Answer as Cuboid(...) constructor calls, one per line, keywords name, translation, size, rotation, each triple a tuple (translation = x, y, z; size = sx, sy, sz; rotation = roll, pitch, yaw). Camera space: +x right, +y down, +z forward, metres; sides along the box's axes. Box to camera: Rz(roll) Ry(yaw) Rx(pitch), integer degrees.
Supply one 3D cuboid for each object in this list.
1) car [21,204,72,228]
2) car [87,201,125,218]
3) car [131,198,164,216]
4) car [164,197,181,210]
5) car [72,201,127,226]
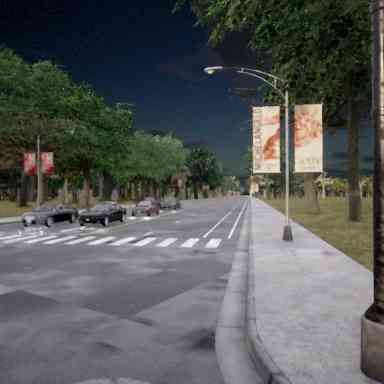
Cuboid(name="car", translation=(-9.866, 1.595, 23.420), size=(2.128, 1.511, 4.902), rotation=(0, 0, 10))
Cuboid(name="car", translation=(-8.256, 1.660, 32.480), size=(1.812, 1.442, 4.674), rotation=(0, 0, 10))
Cuboid(name="car", translation=(-4.675, 1.650, 34.093), size=(1.812, 1.442, 4.674), rotation=(0, 0, 10))
Cuboid(name="car", translation=(-2.825, 1.512, 44.568), size=(2.097, 1.767, 4.553), rotation=(0, 0, 10))
Cuboid(name="car", translation=(-6.406, 1.569, 24.285), size=(1.882, 1.535, 5.008), rotation=(0, 0, 10))
